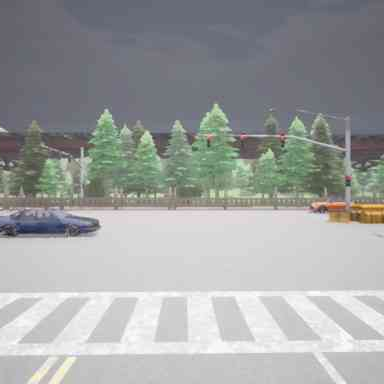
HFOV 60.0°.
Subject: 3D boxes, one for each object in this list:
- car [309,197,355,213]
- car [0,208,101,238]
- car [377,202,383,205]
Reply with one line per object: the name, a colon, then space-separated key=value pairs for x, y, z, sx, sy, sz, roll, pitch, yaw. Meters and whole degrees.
car: x=14.912 y=1.350 z=35.534 sx=4.553 sy=1.767 sz=2.097 roll=0 pitch=0 yaw=-2
car: x=-7.550 y=1.547 z=17.132 sx=5.357 sy=1.411 sz=2.033 roll=0 pitch=0 yaw=-2
car: x=16.876 y=1.562 z=28.586 sx=4.181 sy=1.385 sz=1.994 roll=0 pitch=0 yaw=-2
